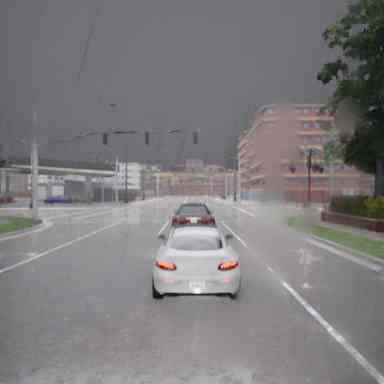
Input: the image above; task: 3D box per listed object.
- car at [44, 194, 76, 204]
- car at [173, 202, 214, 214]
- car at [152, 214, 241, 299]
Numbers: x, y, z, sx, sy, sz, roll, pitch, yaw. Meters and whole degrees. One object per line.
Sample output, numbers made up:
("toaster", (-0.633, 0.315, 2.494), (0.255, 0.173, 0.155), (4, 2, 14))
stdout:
("car", (-23.388, 1.261, 58.027), (4.611, 1.667, 2.242), (0, 0, 1))
("car", (0.079, 1.342, 17.298), (2.097, 1.767, 4.553), (0, 0, 0))
("car", (0.094, 1.521, 8.306), (1.812, 1.442, 4.674), (0, 0, 0))
